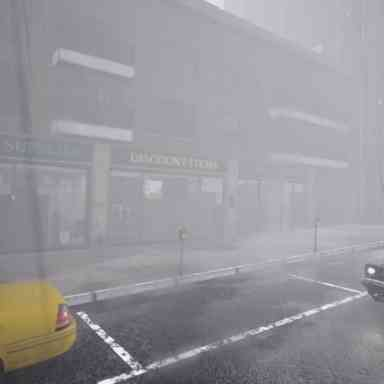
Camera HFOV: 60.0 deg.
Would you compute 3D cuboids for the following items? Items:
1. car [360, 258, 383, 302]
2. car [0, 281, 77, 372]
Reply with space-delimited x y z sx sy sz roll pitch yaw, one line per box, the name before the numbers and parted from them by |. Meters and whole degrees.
car | 5.621 1.609 7.086 4.718 1.301 1.895 0 0 -36
car | -3.764 1.525 3.386 4.829 1.417 1.752 0 2 -35
